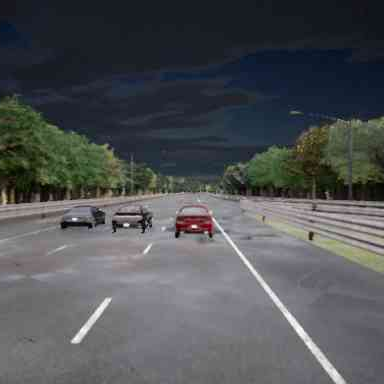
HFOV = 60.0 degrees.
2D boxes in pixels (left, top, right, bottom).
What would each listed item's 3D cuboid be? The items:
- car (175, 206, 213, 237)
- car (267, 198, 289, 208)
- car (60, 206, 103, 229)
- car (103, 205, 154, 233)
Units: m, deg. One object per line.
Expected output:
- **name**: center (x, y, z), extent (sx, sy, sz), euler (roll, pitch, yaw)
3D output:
- **car**: center (0.102, 1.481, 18.177), extent (1.882, 1.535, 5.008), euler (0, 0, 0)
- **car**: center (10.545, 1.562, 42.690), extent (1.882, 1.535, 5.008), euler (0, 0, -12)
- **car**: center (-6.898, 1.568, 21.574), extent (1.994, 1.385, 4.181), euler (0, 0, 0)
- **car**: center (-3.399, 1.495, 19.673), extent (2.128, 1.511, 4.902), euler (0, 0, 0)
